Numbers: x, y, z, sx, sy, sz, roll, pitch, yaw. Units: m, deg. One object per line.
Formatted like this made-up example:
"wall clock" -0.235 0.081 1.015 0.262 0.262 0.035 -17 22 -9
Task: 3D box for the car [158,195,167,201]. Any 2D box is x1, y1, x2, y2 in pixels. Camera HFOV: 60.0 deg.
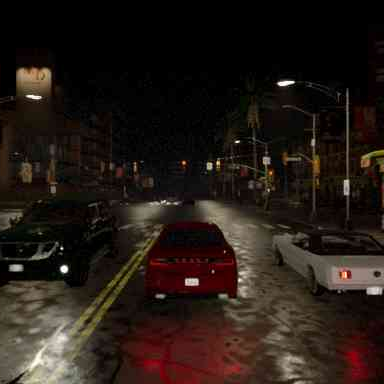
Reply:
"car" -7.946 1.524 91.128 2.128 1.511 4.902 0 0 -1

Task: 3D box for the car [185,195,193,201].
"car" -0.934 1.524 90.249 2.128 1.511 4.902 0 0 -1

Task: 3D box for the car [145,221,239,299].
"car" -0.014 1.477 8.487 1.882 1.535 5.008 0 0 0

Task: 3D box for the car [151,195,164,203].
"car" -7.739 1.539 71.518 2.033 1.411 5.357 0 0 -1

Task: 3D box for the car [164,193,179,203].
"car" -4.236 1.354 71.260 2.097 1.767 4.553 0 0 -1

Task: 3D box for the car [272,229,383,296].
"car" 3.488 1.601 8.579 1.895 1.301 4.718 0 0 0

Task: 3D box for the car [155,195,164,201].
"car" -7.838 1.523 81.013 1.812 1.442 4.674 0 0 -1

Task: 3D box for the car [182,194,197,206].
"car" -0.594 1.563 56.128 1.994 1.385 4.181 0 0 1

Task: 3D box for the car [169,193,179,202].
"car" -4.334 1.224 80.599 2.150 2.045 5.566 0 0 -1

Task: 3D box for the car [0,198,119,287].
"car" -3.646 1.221 9.668 2.150 2.045 5.566 0 0 0
